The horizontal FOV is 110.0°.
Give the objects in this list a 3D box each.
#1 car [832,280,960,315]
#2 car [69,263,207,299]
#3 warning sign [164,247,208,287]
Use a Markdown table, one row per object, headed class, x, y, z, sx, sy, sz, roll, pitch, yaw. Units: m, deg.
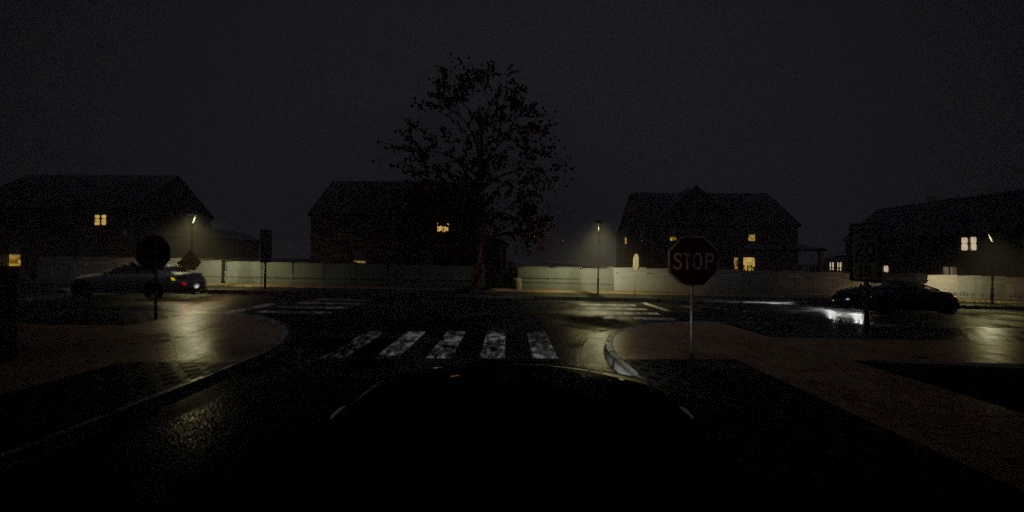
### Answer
| class | x | y | z | sx | sy | sz | roll | pitch | yaw |
| --- | --- | --- | --- | --- | --- | --- | --- | --- | --- |
| car | 16.754 | 1.762 | 15.797 | 4.181 | 1.385 | 1.994 | 1 | 0 | -1 |
| car | -15.843 | 1.021 | 15.367 | 4.674 | 1.442 | 1.812 | 1 | 0 | -1 |
| warning sign | -15.965 | 0.627 | 17.749 | 1.060 | 1.860 | 1.300 | 0 | 0 | -1 |
